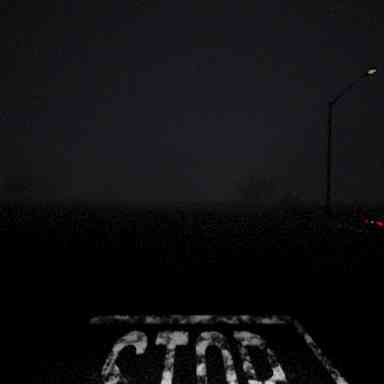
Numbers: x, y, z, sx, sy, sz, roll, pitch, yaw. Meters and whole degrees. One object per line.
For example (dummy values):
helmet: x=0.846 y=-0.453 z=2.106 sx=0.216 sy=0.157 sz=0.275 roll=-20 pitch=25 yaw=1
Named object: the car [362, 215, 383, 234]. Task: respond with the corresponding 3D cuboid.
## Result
car: x=12.083 y=1.679 z=17.688 sx=5.357 sy=1.411 sz=2.033 roll=1 pitch=1 yaw=0
